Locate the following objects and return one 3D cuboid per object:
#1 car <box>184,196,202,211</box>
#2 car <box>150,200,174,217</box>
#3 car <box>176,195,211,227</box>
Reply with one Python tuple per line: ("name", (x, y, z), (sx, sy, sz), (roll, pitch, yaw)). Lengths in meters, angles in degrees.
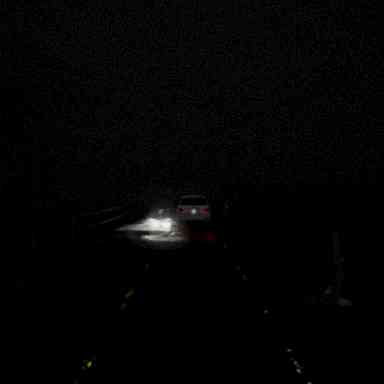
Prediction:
("car", (0.110, 1.374, 41.452), (2.097, 1.767, 4.553), (0, 0, 0))
("car", (-2.744, 1.505, 30.962), (2.128, 1.511, 4.902), (0, 0, 0))
("car", (0.108, 1.231, 22.920), (2.150, 2.045, 5.566), (0, 0, 0))
